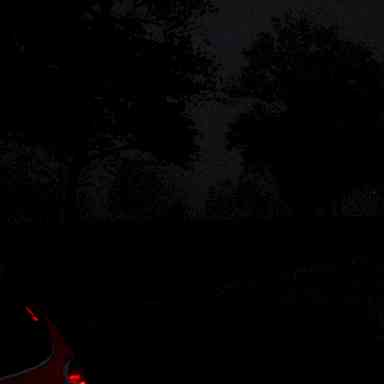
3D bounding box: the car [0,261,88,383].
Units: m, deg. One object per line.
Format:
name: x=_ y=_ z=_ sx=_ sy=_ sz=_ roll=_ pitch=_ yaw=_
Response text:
car: x=-2.874 y=1.348 z=1.634 sx=4.553 sy=1.767 sz=2.097 roll=0 pitch=0 yaw=-35
